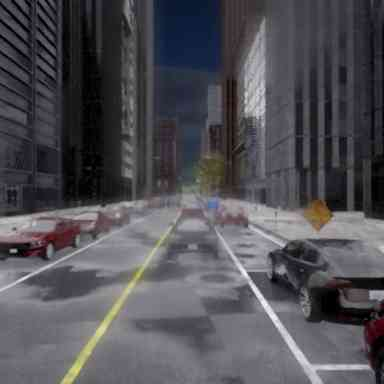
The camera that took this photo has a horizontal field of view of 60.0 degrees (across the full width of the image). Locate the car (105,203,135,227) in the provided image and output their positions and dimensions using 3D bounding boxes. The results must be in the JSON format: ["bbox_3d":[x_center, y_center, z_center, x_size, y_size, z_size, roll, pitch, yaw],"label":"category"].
[{"bbox_3d":[-5.667,1.630,24.082,1.967,1.590,4.097,0,0,0],"label":"car"}]

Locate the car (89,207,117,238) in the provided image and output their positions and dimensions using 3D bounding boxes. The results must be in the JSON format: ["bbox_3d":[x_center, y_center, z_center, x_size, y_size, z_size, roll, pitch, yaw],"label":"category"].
[{"bbox_3d":[-5.668,1.728,18.441,1.802,1.307,4.206,0,0,0],"label":"car"}]

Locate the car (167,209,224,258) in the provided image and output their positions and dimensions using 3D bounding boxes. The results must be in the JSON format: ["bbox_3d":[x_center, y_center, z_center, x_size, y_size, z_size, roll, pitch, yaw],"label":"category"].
[{"bbox_3d":[0.051,1.629,13.088,1.812,1.442,4.674,0,0,0],"label":"car"}]

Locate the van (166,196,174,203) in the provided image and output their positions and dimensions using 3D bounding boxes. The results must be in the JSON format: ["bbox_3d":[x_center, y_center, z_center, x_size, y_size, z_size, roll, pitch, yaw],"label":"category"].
[{"bbox_3d":[-5.667,1.936,86.111,1.690,1.788,3.998,0,0,0],"label":"van"}]

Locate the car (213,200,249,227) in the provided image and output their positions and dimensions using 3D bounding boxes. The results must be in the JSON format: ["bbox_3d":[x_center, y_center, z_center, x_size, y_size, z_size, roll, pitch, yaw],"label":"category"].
[{"bbox_3d":[2.858,1.630,24.057,1.967,1.590,4.097,0,0,0],"label":"car"}]

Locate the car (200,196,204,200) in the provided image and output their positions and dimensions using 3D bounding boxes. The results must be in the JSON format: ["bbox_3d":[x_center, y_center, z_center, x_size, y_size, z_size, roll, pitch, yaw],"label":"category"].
[{"bbox_3d":[2.866,1.982,63.741,1.752,1.417,4.829,0,0,1],"label":"car"}]

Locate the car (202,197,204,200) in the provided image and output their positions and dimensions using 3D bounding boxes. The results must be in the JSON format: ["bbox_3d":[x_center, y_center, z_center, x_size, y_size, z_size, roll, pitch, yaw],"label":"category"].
[{"bbox_3d":[2.860,1.916,52.428,1.752,1.417,4.829,0,0,0],"label":"car"}]

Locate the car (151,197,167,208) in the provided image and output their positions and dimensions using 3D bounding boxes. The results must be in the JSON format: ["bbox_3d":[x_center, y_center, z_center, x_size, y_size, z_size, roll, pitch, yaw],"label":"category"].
[{"bbox_3d":[-5.667,1.740,57.919,2.192,1.841,5.009,0,0,0],"label":"car"}]

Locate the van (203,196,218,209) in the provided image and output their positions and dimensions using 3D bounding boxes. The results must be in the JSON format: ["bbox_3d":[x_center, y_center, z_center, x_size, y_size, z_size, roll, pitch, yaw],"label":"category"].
[{"bbox_3d":[2.859,1.695,46.617,1.690,1.788,3.998,0,0,0],"label":"van"}]

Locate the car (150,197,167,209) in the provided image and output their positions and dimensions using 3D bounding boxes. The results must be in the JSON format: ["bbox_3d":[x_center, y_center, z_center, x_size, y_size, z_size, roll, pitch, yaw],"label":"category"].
[{"bbox_3d":[-5.667,1.705,52.279,2.192,1.841,5.009,0,0,0],"label":"car"}]

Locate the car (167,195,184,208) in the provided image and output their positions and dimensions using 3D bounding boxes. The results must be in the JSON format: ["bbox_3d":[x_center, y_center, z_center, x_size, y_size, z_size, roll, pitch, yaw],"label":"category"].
[{"bbox_3d":[-3.060,1.639,56.783,2.150,2.045,5.566,0,0,1],"label":"car"}]

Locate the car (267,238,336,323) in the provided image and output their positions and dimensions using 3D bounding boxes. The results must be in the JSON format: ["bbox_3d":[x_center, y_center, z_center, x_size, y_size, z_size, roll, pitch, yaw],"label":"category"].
[{"bbox_3d":[2.858,1.623,7.137,1.947,1.339,4.313,0,0,0],"label":"car"}]

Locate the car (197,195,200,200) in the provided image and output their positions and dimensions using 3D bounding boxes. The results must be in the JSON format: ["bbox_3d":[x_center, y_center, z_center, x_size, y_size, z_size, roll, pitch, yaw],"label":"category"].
[{"bbox_3d":[2.858,1.996,80.457,1.967,1.590,4.097,0,0,0],"label":"car"}]

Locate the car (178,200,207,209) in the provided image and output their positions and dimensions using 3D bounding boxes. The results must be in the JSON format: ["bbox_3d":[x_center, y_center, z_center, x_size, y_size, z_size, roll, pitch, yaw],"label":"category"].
[{"bbox_3d":[0.054,1.702,28.620,1.882,1.535,5.008,0,0,0],"label":"car"}]

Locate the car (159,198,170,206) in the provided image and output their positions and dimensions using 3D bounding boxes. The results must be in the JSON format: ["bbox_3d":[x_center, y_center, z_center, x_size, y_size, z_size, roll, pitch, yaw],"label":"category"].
[{"bbox_3d":[-5.668,2.013,68.986,1.752,1.417,4.829,0,0,1],"label":"car"}]

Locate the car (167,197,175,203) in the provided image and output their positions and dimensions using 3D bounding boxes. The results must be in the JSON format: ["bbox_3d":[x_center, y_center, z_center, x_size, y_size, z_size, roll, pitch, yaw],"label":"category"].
[{"bbox_3d":[-5.668,2.201,91.748,1.947,1.339,4.313,0,0,0],"label":"car"}]

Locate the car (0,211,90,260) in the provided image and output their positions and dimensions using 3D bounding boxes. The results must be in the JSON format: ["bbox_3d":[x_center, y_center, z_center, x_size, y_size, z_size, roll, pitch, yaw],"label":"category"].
[{"bbox_3d":[-5.667,1.646,12.802,1.887,1.381,4.507,0,0,0],"label":"car"}]

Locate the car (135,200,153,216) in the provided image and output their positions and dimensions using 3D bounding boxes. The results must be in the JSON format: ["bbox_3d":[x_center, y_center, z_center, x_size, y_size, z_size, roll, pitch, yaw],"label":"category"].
[{"bbox_3d":[-5.668,1.827,35.359,2.008,1.369,4.403,0,0,0],"label":"car"}]

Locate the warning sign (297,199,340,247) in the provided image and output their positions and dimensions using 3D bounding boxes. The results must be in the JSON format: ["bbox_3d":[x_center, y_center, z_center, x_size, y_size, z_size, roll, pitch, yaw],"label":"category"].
[{"bbox_3d":[5.067,1.221,13.405,1.300,1.860,1.060,0,0,0],"label":"warning sign"}]

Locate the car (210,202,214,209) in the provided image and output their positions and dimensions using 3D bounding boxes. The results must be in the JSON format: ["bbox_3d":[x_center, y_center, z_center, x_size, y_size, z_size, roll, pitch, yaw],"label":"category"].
[{"bbox_3d":[2.858,1.815,29.697,1.802,1.307,4.206,0,0,0],"label":"car"}]

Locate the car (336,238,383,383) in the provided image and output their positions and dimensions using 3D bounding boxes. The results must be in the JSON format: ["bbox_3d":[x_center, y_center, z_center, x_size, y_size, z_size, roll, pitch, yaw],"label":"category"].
[{"bbox_3d":[2.858,1.328,1.499,2.192,1.841,5.009,0,0,0],"label":"car"}]
